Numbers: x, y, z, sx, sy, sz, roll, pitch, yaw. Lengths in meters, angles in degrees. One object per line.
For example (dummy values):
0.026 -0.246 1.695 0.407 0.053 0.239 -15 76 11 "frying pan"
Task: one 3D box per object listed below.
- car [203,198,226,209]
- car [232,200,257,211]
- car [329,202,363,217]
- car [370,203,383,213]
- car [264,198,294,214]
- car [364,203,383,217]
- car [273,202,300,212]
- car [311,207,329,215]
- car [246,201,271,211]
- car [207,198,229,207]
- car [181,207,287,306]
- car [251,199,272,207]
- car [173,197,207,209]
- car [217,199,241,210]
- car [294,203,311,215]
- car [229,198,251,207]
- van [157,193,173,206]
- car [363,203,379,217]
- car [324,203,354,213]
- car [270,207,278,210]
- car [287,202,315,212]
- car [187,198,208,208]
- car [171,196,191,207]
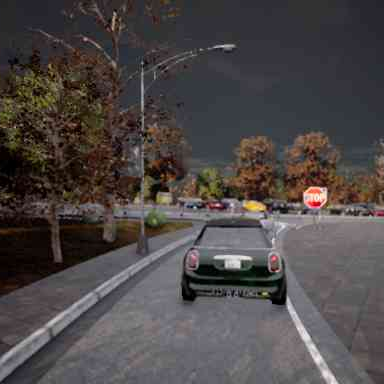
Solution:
3.595 1.902 54.991 2.163 1.488 4.792 4 -1 -17 "car"
8.869 2.202 56.817 1.946 1.575 5.366 4 -1 -17 "car"
20.889 2.517 46.662 2.185 1.767 4.553 3 -1 -17 "car"
38.035 3.226 65.843 2.185 1.767 4.553 1 0 -17 "car"
10.259 1.811 43.376 2.435 2.045 5.566 4 -1 -17 "car"
26.177 2.905 48.392 2.163 1.488 4.792 2 -1 -17 "car"
16.773 2.619 59.107 2.097 1.535 5.008 3 -1 -17 "car"
15.563 2.404 44.987 2.163 1.488 4.792 3 -1 -17 "car"
11.462 2.379 57.408 2.163 1.488 4.792 3 -1 -17 "car"
2.286 1.554 40.865 2.163 1.488 4.792 4 -1 -17 "car"
1.071 1.419 8.459 2.097 1.767 4.553 0 -1 8 "car"
7.595 1.891 42.502 2.097 1.535 5.008 4 -1 -17 "car"
-0.346 1.367 39.975 2.163 1.488 4.792 4 -1 -17 "car"
6.208 2.040 55.978 1.946 1.575 5.366 4 -1 -17 "car"
12.911 2.225 44.175 2.231 1.521 4.892 3 -1 -17 "car"
4.946 1.586 41.705 2.185 1.767 4.553 4 -1 -17 "car"
-4.309 1.094 52.337 1.878 1.987 4.442 4 0 -18 "van"
23.538 2.792 47.499 2.163 1.488 4.792 2 -1 -17 "car"
27.457 3.050 62.284 1.946 1.575 5.366 2 -1 -17 "car"
4.029 1.853 20.709 1.895 1.301 4.718 0 -1 19 "car"
19.554 2.747 59.982 2.231 1.521 4.892 3 -1 -17 "car"
0.830 1.724 54.092 2.002 1.452 4.674 4 -1 -17 "car"
-1.820 1.537 53.257 2.002 1.452 4.674 4 -1 -17 "car"
